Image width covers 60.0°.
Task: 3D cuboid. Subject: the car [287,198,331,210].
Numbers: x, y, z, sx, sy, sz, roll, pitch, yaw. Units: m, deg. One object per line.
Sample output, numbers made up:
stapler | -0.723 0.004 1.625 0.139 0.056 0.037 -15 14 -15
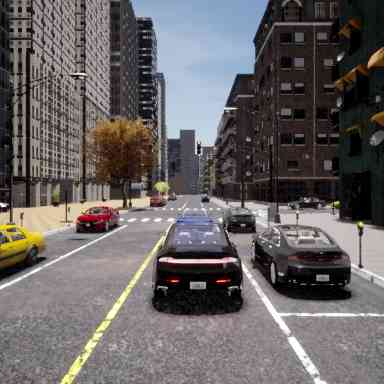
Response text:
car | 13.602 1.359 39.518 4.403 1.369 2.008 -1 1 0

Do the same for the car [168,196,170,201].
car | -5.432 1.607 58.109 1.947 1.339 4.313 0 0 0

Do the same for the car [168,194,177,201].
car | -5.284 1.410 91.246 2.192 1.841 5.009 0 0 0

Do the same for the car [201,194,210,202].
car | 3.023 1.630 74.639 1.947 1.339 4.313 0 0 0

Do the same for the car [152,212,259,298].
car | 0.126 1.492 8.496 2.128 1.511 4.902 0 0 0

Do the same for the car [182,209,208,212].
car | 0.159 1.605 18.613 1.895 1.301 4.718 0 0 1

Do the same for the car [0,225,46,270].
car | -5.653 1.526 8.963 1.752 1.417 4.829 0 0 0

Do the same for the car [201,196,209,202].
car | 3.049 1.599 80.332 1.752 1.417 4.829 0 0 0

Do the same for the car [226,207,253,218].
car | 2.778 1.555 20.161 2.008 1.369 4.403 0 0 0

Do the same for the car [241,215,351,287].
car | 2.728 1.552 9.095 2.008 1.369 4.403 0 0 0

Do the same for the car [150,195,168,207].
car | -5.457 1.349 52.586 2.192 1.841 5.009 0 0 0

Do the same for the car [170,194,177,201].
car | -5.308 1.650 85.724 1.947 1.339 4.313 0 0 0

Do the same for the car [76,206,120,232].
car | -5.602 1.549 20.198 1.887 1.381 4.507 0 0 0

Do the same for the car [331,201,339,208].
car | 18.999 1.259 39.548 4.829 1.417 1.752 -1 1 0

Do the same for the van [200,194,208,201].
van | 3.072 1.425 85.686 1.690 1.788 3.998 0 0 0
